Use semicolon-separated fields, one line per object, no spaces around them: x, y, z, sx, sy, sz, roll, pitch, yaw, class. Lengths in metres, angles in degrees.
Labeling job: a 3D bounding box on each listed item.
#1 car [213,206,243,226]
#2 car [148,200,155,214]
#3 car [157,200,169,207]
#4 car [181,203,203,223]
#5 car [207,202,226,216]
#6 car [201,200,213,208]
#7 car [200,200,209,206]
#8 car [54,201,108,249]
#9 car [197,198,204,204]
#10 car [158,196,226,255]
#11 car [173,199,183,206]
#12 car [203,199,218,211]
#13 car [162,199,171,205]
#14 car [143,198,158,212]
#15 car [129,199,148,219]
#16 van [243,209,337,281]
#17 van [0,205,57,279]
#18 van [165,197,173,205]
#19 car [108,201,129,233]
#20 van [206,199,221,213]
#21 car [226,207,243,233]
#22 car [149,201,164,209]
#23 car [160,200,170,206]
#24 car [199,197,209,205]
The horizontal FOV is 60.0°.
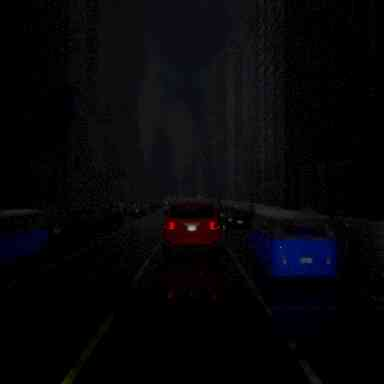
2.758;1.823;26.708;1.947;1.339;4.313;0;-1;0;car
-5.769;1.920;37.909;2.008;1.369;4.403;0;-1;0;car
-5.774;2.205;65.955;2.008;1.369;4.403;0;-1;0;car
-0.002;1.791;29.302;1.837;1.490;4.892;0;0;0;car
2.756;1.913;37.926;1.887;1.381;4.507;0;-1;0;car
2.752;2.162;60.360;1.947;1.339;4.313;0;-1;0;car
2.750;2.295;71.578;1.802;1.307;4.206;0;-1;0;car
-5.764;1.463;15.475;2.192;1.841;5.009;0;-1;0;car
2.333;2.357;89.157;1.801;1.575;5.366;0;-1;0;car
-0.002;1.351;14.027;2.150;2.045;5.566;0;0;0;car
-3.014;2.215;71.800;1.837;1.490;4.892;0;-1;0;car
2.754;1.921;49.144;1.967;1.590;4.097;0;-1;0;car
-5.777;2.296;77.003;1.752;1.417;4.829;0;-1;0;car
-5.769;1.740;43.520;2.192;1.841;5.009;0;-1;0;car
-5.768;1.753;32.301;1.967;1.590;4.097;0;-1;0;car
2.762;1.436;9.883;1.690;1.788;3.998;0;-1;0;van
-5.763;1.436;9.864;1.690;1.788;3.998;0;-1;0;van
-5.778;2.174;82.784;1.690;1.788;3.998;0;-1;0;van
-5.765;1.518;21.083;2.192;1.841;5.009;0;-1;0;car
2.755;1.766;43.537;1.690;1.788;3.998;0;-1;0;van
2.759;1.769;21.099;1.947;1.339;4.313;0;-1;0;car
-5.772;2.104;54.736;1.947;1.339;4.313;0;-1;0;car
-5.776;2.295;71.564;1.802;1.307;4.206;0;-1;0;car
2.749;2.088;77.189;2.192;1.841;5.009;0;-1;0;car
